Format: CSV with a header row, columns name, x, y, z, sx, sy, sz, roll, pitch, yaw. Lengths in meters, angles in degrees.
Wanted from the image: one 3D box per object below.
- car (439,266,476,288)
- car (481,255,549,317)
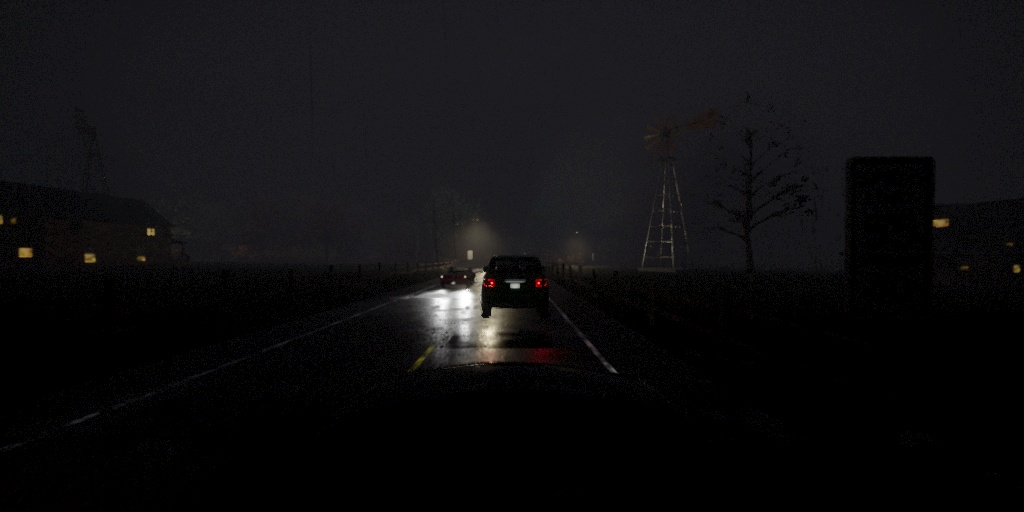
name,x,y,z,sx,sy,sz,roll,pitch,yaw
car,-3.599,1.362,24.261,1.895,1.301,4.718,0,0,0
car,0.095,0.978,13.312,2.150,2.045,5.566,0,0,0
